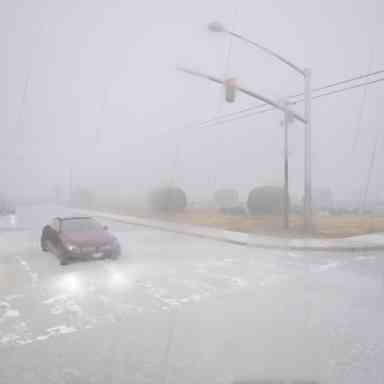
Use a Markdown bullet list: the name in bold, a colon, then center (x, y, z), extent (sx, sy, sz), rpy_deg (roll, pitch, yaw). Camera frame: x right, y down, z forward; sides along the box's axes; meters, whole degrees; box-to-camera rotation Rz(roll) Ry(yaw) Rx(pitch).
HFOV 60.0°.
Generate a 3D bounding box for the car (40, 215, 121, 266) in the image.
- **car**: center (-4.131, 1.582, 11.876), extent (1.812, 1.442, 4.674), rpy_deg (0, 1, -35)

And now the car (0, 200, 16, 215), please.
- **car**: center (-18.848, 1.538, 33.120), extent (1.812, 1.442, 4.674), rpy_deg (0, 1, -35)
